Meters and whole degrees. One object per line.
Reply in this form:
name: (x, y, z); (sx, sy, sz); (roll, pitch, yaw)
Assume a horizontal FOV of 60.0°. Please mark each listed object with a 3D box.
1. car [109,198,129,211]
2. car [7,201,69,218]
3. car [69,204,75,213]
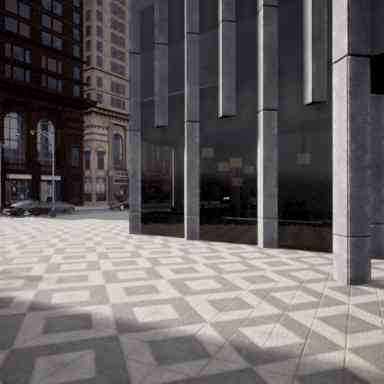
car: (-8.640, 1.600, 43.522); (1.837, 1.490, 4.892); (0, 0, 36)
car: (-14.152, 1.556, 30.315); (1.837, 1.490, 4.892); (0, 0, 36)
car: (-14.601, 1.630, 35.197); (1.994, 1.385, 4.181); (0, 0, 36)
